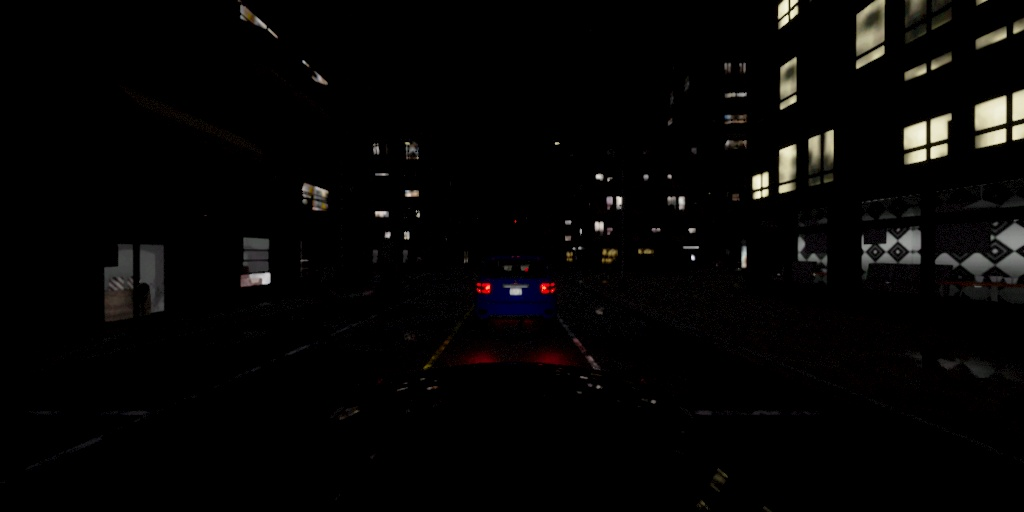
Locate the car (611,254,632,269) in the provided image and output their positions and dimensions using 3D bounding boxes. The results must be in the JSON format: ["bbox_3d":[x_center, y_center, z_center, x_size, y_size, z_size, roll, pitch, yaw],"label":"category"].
[{"bbox_3d":[14.552,0.628,42.994,5.009,1.841,2.192,0,0,-1],"label":"car"}]

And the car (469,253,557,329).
[{"bbox_3d":[0.092,0.939,11.223,2.150,2.045,5.566,0,0,0],"label":"car"}]

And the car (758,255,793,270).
[{"bbox_3d":[25.785,0.713,34.717,4.313,1.339,1.948,0,0,-1],"label":"car"}]

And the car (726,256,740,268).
[{"bbox_3d":[27.348,0.613,40.505,4.674,1.442,1.812,-1,0,-1],"label":"car"}]

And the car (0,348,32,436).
[{"bbox_3d":[-5.690,1.300,1.708,2.007,1.370,4.403,0,0,0],"label":"car"}]

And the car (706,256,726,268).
[{"bbox_3d":[25.644,0.688,43.097,4.207,1.307,1.802,0,0,-1],"label":"car"}]

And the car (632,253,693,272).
[{"bbox_3d":[14.692,0.670,34.615,5.009,1.841,2.192,0,0,-1],"label":"car"}]

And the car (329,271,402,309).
[{"bbox_3d":[-5.748,1.289,14.625,1.802,1.307,4.207,0,0,0],"label":"car"}]
